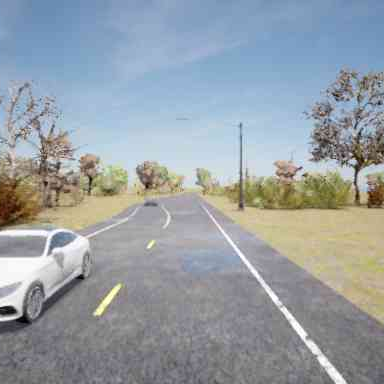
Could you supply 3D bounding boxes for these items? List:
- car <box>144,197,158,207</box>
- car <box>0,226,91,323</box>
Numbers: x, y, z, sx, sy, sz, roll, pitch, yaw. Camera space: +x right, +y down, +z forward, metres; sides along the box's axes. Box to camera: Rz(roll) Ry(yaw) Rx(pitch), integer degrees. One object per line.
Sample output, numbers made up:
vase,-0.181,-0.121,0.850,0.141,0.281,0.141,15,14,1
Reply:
car,-6.182,1.510,50.187,1.994,1.385,4.181,0,0,-6
car,-3.606,1.525,7.292,1.812,1.442,4.674,0,0,0
